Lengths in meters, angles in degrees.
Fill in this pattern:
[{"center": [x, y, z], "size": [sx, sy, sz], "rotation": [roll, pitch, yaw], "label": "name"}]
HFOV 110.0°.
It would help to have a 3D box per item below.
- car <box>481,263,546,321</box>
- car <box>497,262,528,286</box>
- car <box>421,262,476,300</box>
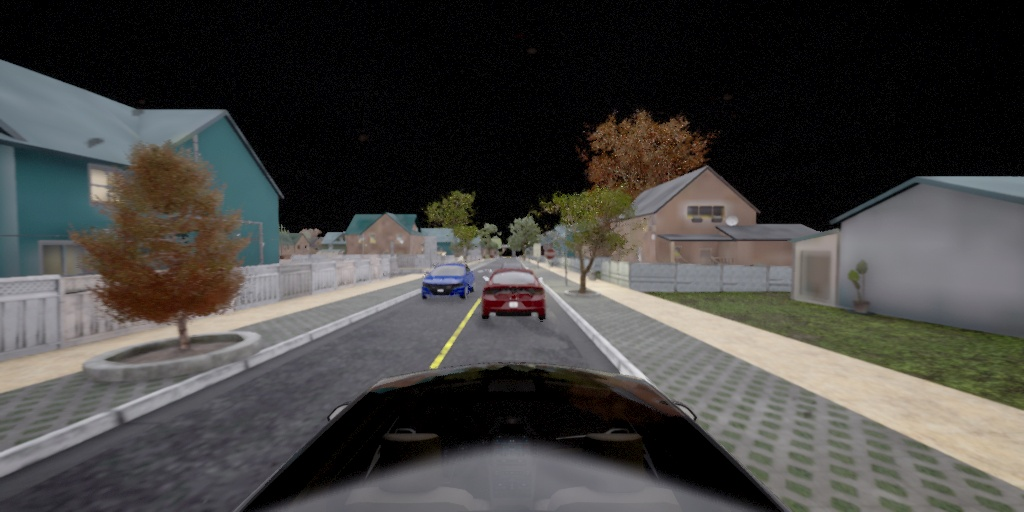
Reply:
[{"center": [0.058, 1.129, 12.099], "size": [1.882, 1.535, 5.008], "rotation": [0, 1, 0], "label": "car"}, {"center": [-0.017, 1.141, 24.327], "size": [1.895, 1.301, 4.718], "rotation": [0, 0, -1], "label": "car"}, {"center": [-2.833, 1.086, 16.783], "size": [1.882, 1.535, 5.008], "rotation": [0, 1, 0], "label": "car"}]
